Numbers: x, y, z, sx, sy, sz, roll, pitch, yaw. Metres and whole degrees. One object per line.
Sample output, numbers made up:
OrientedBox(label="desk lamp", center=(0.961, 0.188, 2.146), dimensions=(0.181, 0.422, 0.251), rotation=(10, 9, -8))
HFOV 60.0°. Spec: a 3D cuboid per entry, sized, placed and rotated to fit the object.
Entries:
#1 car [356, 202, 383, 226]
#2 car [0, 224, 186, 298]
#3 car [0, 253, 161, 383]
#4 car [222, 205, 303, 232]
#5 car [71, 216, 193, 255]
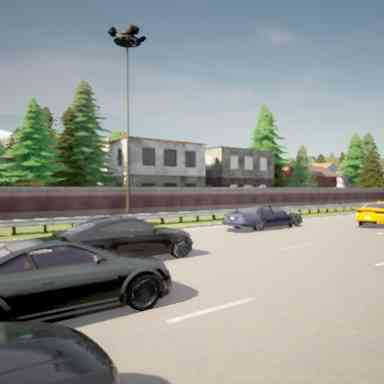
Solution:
OrientedBox(label="car", center=(12.443, 1.354, 21.221), dimensions=(5.008, 1.535, 1.882), rotation=(0, 0, -36))
OrientedBox(label="car", center=(-2.464, 1.556, 6.288), dimensions=(4.181, 1.385, 1.994), rotation=(0, 0, -35))
OrientedBox(label="car", center=(-2.771, 1.513, 1.772), dimensions=(4.892, 1.490, 1.837), rotation=(0, 0, -35))
OrientedBox(label="car", center=(4.269, 1.466, 19.690), dimensions=(5.357, 1.411, 2.033), rotation=(0, 0, -35))
OrientedBox(label="car", center=(-2.140, 1.502, 10.818), dimensions=(4.674, 1.442, 1.812), rotation=(0, 0, -36))
